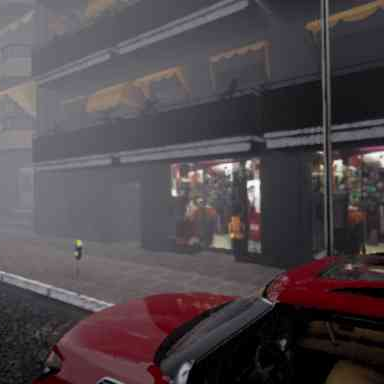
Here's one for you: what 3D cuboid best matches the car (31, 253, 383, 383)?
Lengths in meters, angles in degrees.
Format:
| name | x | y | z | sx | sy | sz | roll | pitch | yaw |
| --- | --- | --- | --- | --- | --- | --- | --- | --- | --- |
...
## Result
| name | x | y | z | sx | sy | sz | roll | pitch | yaw |
| --- | --- | --- | --- | --- | --- | --- | --- | --- | --- |
| car | 1.166 | 1.315 | 1.876 | 5.009 | 1.841 | 2.192 | 0 | -1 | 36 |
